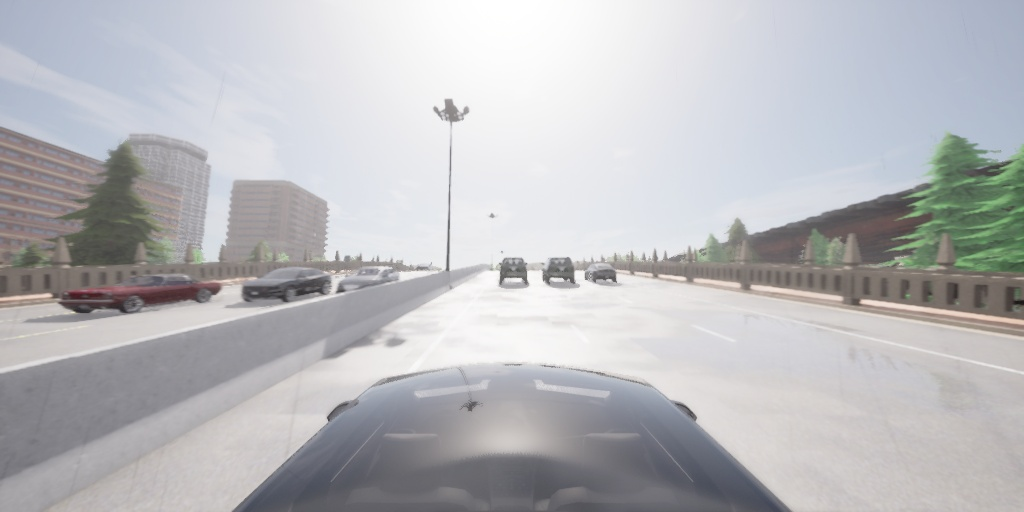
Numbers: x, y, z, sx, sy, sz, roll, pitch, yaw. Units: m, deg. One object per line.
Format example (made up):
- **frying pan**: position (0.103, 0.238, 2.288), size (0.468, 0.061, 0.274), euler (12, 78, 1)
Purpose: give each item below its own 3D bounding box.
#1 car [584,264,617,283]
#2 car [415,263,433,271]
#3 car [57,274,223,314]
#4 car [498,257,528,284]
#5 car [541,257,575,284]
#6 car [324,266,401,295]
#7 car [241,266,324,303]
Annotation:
- **car**: position (7.102, 1.350, 29.143), size (1.837, 1.490, 4.892), euler (0, 0, 0)
- **car**: position (-13.994, 1.727, 57.260), size (1.994, 1.385, 4.181), euler (0, -3, 0)
- **car**: position (-14.098, 1.385, 14.040), size (1.895, 1.301, 4.718), euler (0, 0, 0)
- **car**: position (0.103, 1.064, 28.499), size (2.150, 2.045, 5.566), euler (0, 0, 0)
- **car**: position (3.603, 1.065, 28.595), size (2.150, 2.045, 5.566), euler (0, 0, 0)
- **car**: position (-7.095, 1.293, 18.221), size (2.128, 1.511, 4.902), euler (0, 0, 0)
- **car**: position (-10.596, 1.275, 17.280), size (1.882, 1.535, 5.008), euler (0, 0, 0)
